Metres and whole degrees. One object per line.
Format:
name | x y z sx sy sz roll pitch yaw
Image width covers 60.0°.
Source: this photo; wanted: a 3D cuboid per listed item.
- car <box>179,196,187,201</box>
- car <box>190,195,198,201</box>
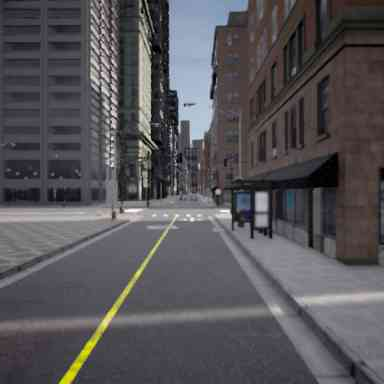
car | -2.461 1.719 92.126 1.882 1.535 5.008 0 0 1
car | 0.520 1.787 90.607 1.994 1.385 4.181 0 0 1
